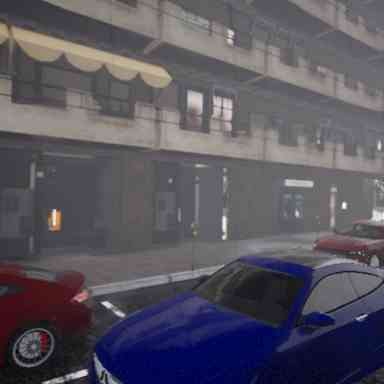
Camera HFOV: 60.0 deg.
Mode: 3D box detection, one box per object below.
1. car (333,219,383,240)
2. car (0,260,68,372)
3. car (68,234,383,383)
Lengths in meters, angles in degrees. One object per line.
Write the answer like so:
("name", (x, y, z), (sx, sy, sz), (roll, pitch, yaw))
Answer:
("car", (5.671, 1.587, 10.561), (4.507, 1.381, 1.887), (0, 1, -35))
("car", (-3.375, 1.580, 4.138), (4.206, 1.307, 1.802), (0, 1, -35))
("car", (1.128, 1.538, 4.175), (4.674, 1.442, 1.812), (0, 0, -35))
